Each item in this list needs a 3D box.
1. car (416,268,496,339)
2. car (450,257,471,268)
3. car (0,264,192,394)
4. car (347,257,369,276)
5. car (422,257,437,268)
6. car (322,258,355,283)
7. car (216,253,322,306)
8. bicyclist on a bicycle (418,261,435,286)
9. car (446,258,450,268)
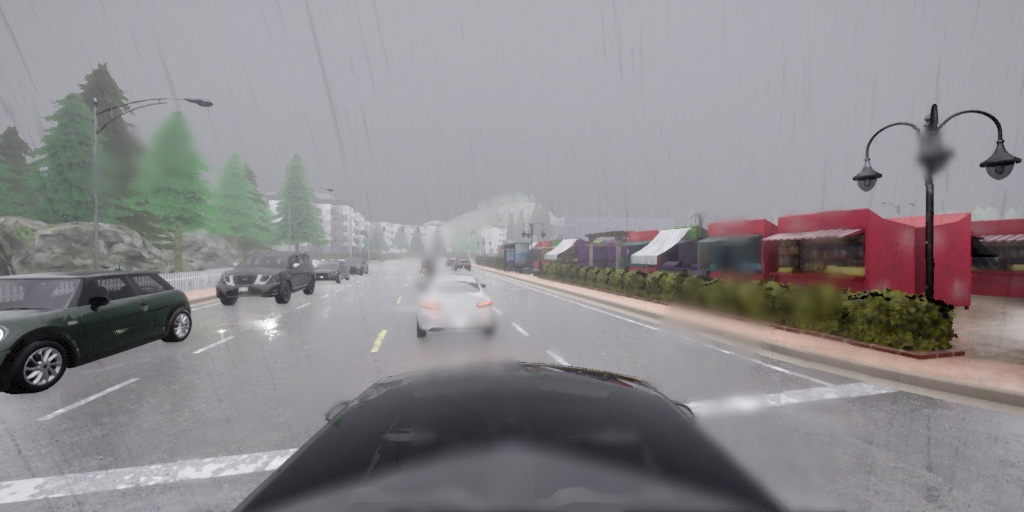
[{"bbox_3d":[-1.631,1.224,9.936,1.812,1.442,4.674,0,0,-13],"label":"car"},{"bbox_3d":[-5.955,0.963,42.330,1.837,1.490,4.892,0,0,-14],"label":"car"},{"bbox_3d":[-8.115,1.075,6.332,2.097,1.767,4.553,0,0,-13],"label":"car"},{"bbox_3d":[-14.730,0.875,33.312,2.097,1.767,4.553,0,0,-14],"label":"car"},{"bbox_3d":[-11.681,0.900,50.825,1.837,1.490,4.892,0,0,-14],"label":"car"},{"bbox_3d":[-12.778,1.087,25.345,1.837,1.490,4.892,0,0,-14],"label":"car"},{"bbox_3d":[-10.412,0.875,15.741,2.150,2.045,5.566,0,0,-14],"label":"car"},{"bbox_3d":[-4.625,1.078,19.737,0.582,1.620,1.656,0,1,24],"label":"bicyclist on a bicycle"},{"bbox_3d":[-8.291,0.869,51.372,1.882,1.535,5.008,0,0,-14],"label":"car"}]
